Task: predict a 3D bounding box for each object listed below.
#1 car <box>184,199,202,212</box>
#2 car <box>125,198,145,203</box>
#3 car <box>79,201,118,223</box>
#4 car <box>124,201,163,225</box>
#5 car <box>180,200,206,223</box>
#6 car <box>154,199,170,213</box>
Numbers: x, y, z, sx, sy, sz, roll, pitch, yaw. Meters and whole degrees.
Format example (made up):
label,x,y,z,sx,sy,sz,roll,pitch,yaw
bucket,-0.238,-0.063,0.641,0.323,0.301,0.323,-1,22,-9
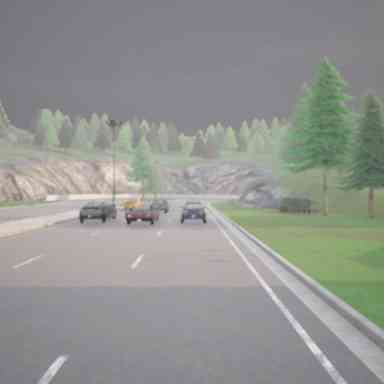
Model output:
label,x,y,z,sx,sy,sz,roll,pitch,yaw
car,0.100,1.537,38.706,1.895,1.301,4.718,0,0,0
car,-6.921,1.410,40.531,1.882,1.535,5.008,0,0,0
car,-6.921,1.450,24.913,2.128,1.511,4.902,0,0,0
car,-3.425,1.561,23.828,1.895,1.301,4.718,0,0,0
car,0.099,1.484,25.029,1.812,1.442,4.674,0,0,0
car,-3.444,1.488,36.171,2.033,1.411,5.357,0,0,0
